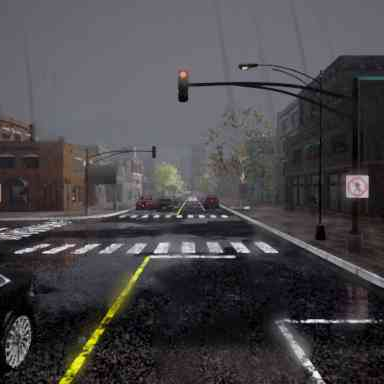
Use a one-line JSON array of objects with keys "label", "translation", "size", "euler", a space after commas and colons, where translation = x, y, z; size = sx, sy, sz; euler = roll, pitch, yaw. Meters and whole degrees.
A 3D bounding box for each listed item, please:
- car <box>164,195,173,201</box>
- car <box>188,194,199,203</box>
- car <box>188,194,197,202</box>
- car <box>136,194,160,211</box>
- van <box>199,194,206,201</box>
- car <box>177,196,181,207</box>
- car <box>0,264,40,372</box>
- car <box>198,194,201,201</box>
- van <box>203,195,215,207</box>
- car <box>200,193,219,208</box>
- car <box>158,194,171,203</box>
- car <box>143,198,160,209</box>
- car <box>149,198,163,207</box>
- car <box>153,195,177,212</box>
[{"label": "car", "translation": [-5.657, 1.523, 80.156], "size": [1.887, 1.381, 4.507], "euler": [-1, 0, 0]}, {"label": "car", "translation": [0.128, 1.508, 69.073], "size": [1.812, 1.442, 4.674], "euler": [0, 0, 0]}, {"label": "car", "translation": [0.035, 1.334, 79.211], "size": [2.097, 1.767, 4.553], "euler": [0, 0, 0]}, {"label": "car", "translation": [-5.676, 1.305, 41.348], "size": [2.192, 1.841, 5.009], "euler": [-1, 0, 0]}, {"label": "van", "translation": [2.724, 1.317, 85.697], "size": [1.690, 1.788, 3.998], "euler": [-1, 0, 0]}, {"label": "car", "translation": [-3.072, 1.588, 51.368], "size": [1.895, 1.301, 4.718], "euler": [0, 0, 0]}, {"label": "car", "translation": [-3.099, 1.492, 2.842], "size": [2.128, 1.511, 4.902], "euler": [0, 0, 0]}, {"label": "car", "translation": [2.716, 1.534, 63.521], "size": [2.008, 1.369, 4.403], "euler": [-1, 0, 0]}, {"label": "van", "translation": [2.709, 1.328, 52.433], "size": [1.690, 1.788, 3.998], "euler": [-1, 0, 0]}, {"label": "car", "translation": [2.707, 1.303, 46.889], "size": [2.192, 1.841, 5.009], "euler": [-1, 0, 0]}, {"label": "car", "translation": [-5.664, 1.297, 69.068], "size": [2.192, 1.841, 5.009], "euler": [-1, 0, 0]}, {"label": "car", "translation": [-5.672, 1.533, 46.892], "size": [1.887, 1.381, 4.507], "euler": [-1, 0, 0]}, {"label": "car", "translation": [-5.669, 1.569, 52.437], "size": [1.802, 1.307, 4.206], "euler": [-1, 0, 0]}, {"label": "car", "translation": [-3.081, 1.469, 38.978], "size": [1.882, 1.535, 5.008], "euler": [0, 0, 0]}]
